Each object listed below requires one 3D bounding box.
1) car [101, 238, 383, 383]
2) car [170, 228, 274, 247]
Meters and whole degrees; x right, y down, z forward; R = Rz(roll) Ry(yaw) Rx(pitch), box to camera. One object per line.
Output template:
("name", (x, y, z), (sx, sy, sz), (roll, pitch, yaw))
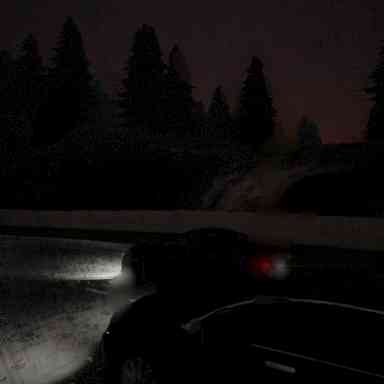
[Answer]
("car", (1.196, 1.510, 3.145), (4.892, 1.490, 1.837), (0, 0, 36))
("car", (0.237, 1.580, 8.145), (4.181, 1.385, 1.994), (0, 0, 35))
